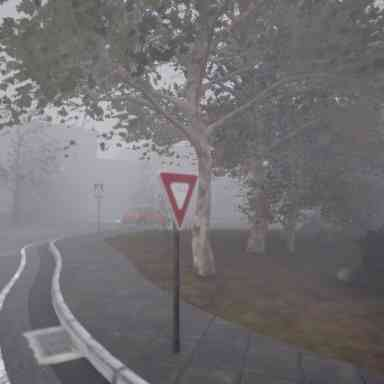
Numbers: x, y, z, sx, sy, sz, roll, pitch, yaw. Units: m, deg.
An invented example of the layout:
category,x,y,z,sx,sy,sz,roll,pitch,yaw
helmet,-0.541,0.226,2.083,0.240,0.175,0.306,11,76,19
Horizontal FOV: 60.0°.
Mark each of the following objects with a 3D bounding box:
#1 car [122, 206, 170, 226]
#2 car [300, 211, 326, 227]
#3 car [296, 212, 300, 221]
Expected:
category,x,y,z,sx,sy,sz,roll,pitch,yaw
car,-4.018,2.141,30.070,2.097,1.767,4.553,0,-4,39
car,18.710,4.040,49.121,2.150,2.045,5.566,0,-3,44
car,17.704,4.132,52.565,5.566,2.045,2.150,3,-3,-45
